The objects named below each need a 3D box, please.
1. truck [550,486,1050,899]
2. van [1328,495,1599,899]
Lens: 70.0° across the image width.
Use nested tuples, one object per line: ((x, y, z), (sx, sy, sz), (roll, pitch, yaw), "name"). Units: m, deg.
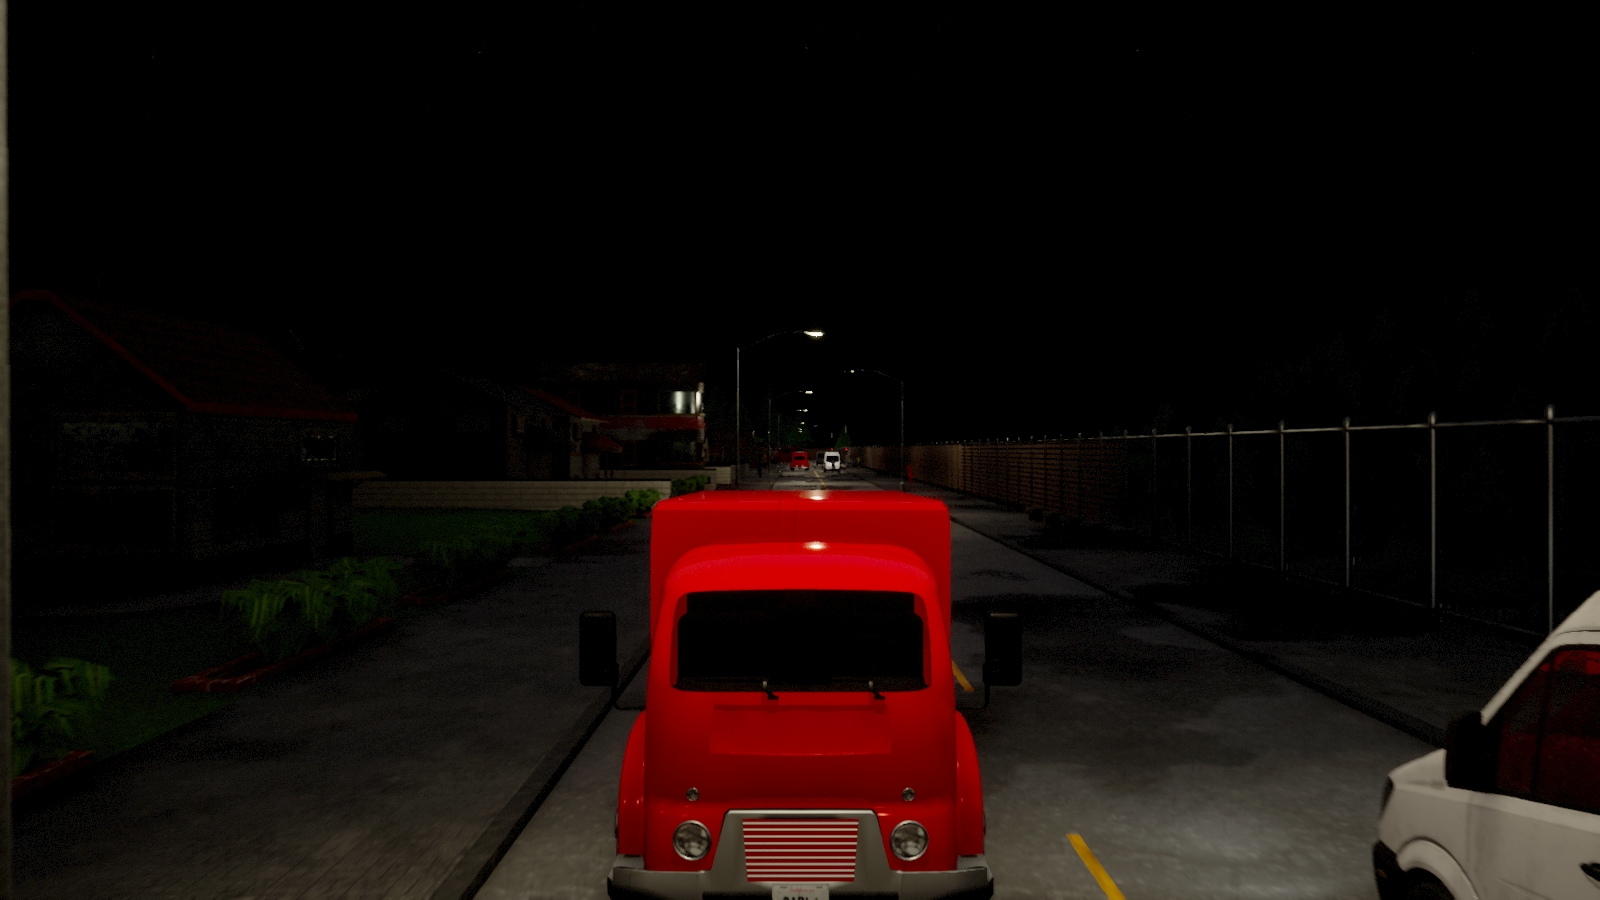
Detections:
((0.000, 1.573, 8.620), (2.627, 2.467, 5.204), (0, 0, 0), "truck")
((3.998, 1.534, 3.533), (1.988, 2.561, 5.915), (0, 0, 0), "van")
